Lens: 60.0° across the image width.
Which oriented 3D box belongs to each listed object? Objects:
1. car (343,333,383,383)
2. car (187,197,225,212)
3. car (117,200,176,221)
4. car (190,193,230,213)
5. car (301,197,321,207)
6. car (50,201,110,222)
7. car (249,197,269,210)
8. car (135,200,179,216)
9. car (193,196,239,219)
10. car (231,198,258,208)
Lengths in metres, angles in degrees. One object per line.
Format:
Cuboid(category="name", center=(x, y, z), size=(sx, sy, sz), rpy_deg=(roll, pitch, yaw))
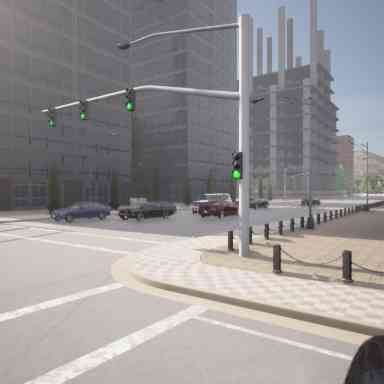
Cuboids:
Cuboid(category="car", center=(3.017, 1.564, 1.816), size=(4.181, 1.385, 1.994), rpy_deg=(0, 0, 36))
Cuboid(category="car", center=(1.736, 1.436, 39.822), size=(2.128, 1.511, 4.902), rpy_deg=(0, 0, 36))
Cuboid(category="car", center=(-3.615, 1.545, 26.417), size=(1.895, 1.301, 4.718), rpy_deg=(0, 0, 36))
Cuboid(category="car", center=(2.094, 1.166, 34.332), size=(2.150, 2.045, 5.566), rpy_deg=(0, 0, 36))
Cuboid(category="car", center=(17.910, 1.449, 49.959), size=(1.837, 1.490, 4.892), rpy_deg=(0, 0, 36))
Cuboid(category="car", center=(-8.485, 1.470, 25.659), size=(1.812, 1.442, 4.674), rpy_deg=(0, 0, 38))
Cuboid(category="car", center=(8.196, 1.422, 42.784), size=(1.882, 1.535, 5.008), rpy_deg=(0, 0, 36))
Cuboid(category="car", center=(-3.404, 1.508, 32.695), size=(1.994, 1.385, 4.181), rpy_deg=(0, 0, 36))
Cuboid(category="car", center=(2.524, 1.422, 28.592), size=(1.882, 1.535, 5.008), rpy_deg=(0, 0, 36))
Cuboid(category="car", center=(7.582, 1.545, 47.906), size=(1.895, 1.301, 4.718), rpy_deg=(0, 0, 36))
